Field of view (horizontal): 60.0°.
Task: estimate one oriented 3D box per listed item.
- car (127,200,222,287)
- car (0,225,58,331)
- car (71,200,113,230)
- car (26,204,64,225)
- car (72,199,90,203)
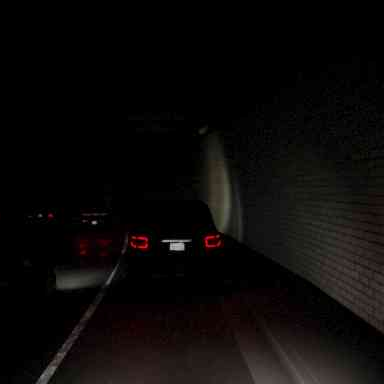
[{"bbox_3d":[-0.589,1.220,9.522,2.150,2.045,5.566,0,0,-6],"label":"car"},{"bbox_3d":[-3.682,1.525,5.083,1.812,1.442,4.674,0,0,-3],"label":"car"},{"bbox_3d":[-6.069,1.491,21.048,2.128,1.511,4.902,0,0,-13],"label":"car"},{"bbox_3d":[-10.156,1.547,23.259,2.033,1.411,5.357,0,0,-15],"label":"car"},{"bbox_3d":[-12.193,1.477,37.095,1.882,1.535,5.008,0,0,-29],"label":"car"}]
